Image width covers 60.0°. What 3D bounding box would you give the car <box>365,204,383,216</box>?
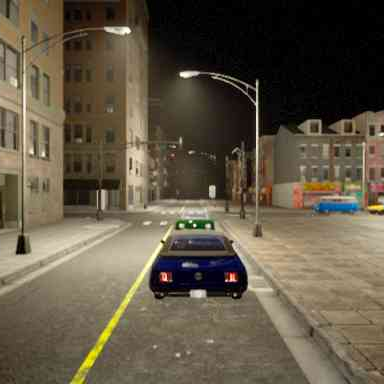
[{"bbox_3d":[19.293,1.519,32.076,4.829,1.417,1.752,0,0,0],"label":"car"}]

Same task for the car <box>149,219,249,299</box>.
[{"bbox_3d":[0.128,1.601,8.388,1.895,1.301,4.718,0,0,0],"label":"car"}]

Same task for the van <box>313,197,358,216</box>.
[{"bbox_3d":[13.851,1.339,32.103,3.998,1.788,1.690,0,0,0],"label":"van"}]

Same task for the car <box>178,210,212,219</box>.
[{"bbox_3d":[0.162,1.601,17.643,1.895,1.301,4.718,0,0,1],"label":"car"}]
